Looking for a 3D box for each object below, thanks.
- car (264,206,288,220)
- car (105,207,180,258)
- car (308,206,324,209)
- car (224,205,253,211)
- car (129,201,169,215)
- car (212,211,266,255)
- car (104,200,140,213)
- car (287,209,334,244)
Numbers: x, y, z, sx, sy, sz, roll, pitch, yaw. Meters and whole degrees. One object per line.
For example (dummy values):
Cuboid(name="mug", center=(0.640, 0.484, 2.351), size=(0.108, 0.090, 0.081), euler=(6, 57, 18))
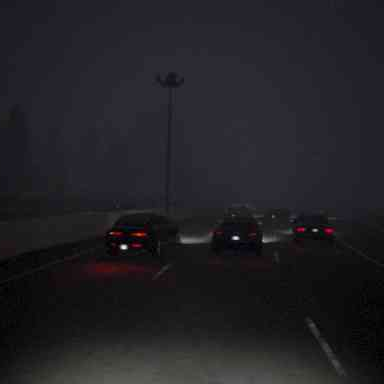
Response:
Cuboid(name="car", center=(9.023, 2.159, 34.924), size=(1.895, 1.301, 4.718), euler=(1, -1, 26))
Cuboid(name="car", center=(-1.773, 1.579, 13.231), size=(1.837, 1.490, 4.892), euler=(1, -1, 11))
Cuboid(name="car", center=(13.563, 2.216, 36.107), size=(1.812, 1.442, 4.674), euler=(1, 0, 27))
Cuboid(name="car", center=(4.887, 2.044, 34.320), size=(1.895, 1.301, 4.718), euler=(1, -1, 24))
Cuboid(name="car", center=(-4.882, 1.774, 38.690), size=(2.033, 1.411, 5.357), euler=(1, -1, 24))
Cuboid(name="car", center=(2.074, 1.752, 14.551), size=(1.994, 1.385, 4.181), euler=(1, -1, 12))
Cuboid(name="car", center=(-8.236, 1.670, 39.757), size=(1.812, 1.442, 4.674), euler=(1, -1, 24))
Cuboid(name="car", center=(6.390, 1.881, 17.895), size=(2.033, 1.411, 5.357), euler=(1, -1, 15))
